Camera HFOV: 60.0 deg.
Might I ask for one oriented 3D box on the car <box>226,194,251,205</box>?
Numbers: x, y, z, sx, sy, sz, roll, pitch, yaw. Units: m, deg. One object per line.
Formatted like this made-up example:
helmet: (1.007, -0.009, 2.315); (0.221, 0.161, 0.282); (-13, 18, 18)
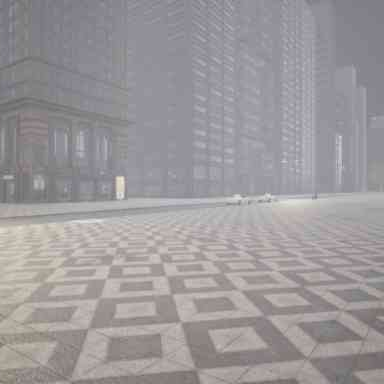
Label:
car: (6.361, 1.052, 45.418); (1.812, 1.442, 4.674); (0, 1, 36)

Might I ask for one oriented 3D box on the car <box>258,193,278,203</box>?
car: (12.291, 0.958, 53.822); (1.812, 1.442, 4.674); (0, 1, 35)
